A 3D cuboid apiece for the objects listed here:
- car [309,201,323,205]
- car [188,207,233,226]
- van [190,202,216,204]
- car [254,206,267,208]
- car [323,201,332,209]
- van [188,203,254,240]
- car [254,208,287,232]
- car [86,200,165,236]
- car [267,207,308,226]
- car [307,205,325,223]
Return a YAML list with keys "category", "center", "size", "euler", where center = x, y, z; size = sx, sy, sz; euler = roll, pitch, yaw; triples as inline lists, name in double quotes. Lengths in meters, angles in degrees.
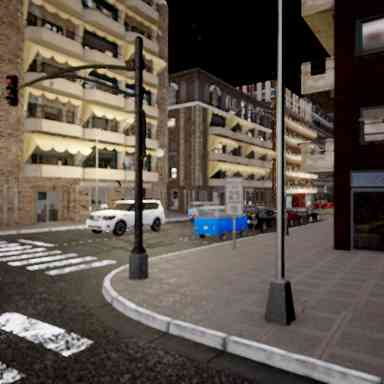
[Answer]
- category: "car"
  center: [23.555, 2.878, 64.650]
  size: [1.802, 1.307, 4.206]
  euler: [-1, -2, 35]
- category: "car"
  center: [1.722, 2.066, 29.210]
  size: [1.994, 1.385, 4.181]
  euler: [0, -1, 35]
- category: "van"
  center: [1.191, 1.890, 32.979]
  size: [1.690, 1.788, 3.998]
  euler: [-1, -2, 35]
- category: "car"
  center: [7.508, 2.296, 37.390]
  size: [1.895, 1.301, 4.718]
  euler: [0, -1, 36]
- category: "car"
  center: [26.749, 2.717, 69.181]
  size: [2.192, 1.841, 5.009]
  euler: [-1, -2, 35]
- category: "van"
  center: [1.790, 1.697, 19.059]
  size: [1.690, 1.788, 3.998]
  euler: [-1, -2, 35]
- category: "car"
  center: [4.847, 2.028, 23.677]
  size: [1.947, 1.339, 4.313]
  euler: [-1, -2, 35]
- category: "car"
  center: [-3.996, 1.532, 21.149]
  size: [2.150, 2.045, 5.566]
  euler: [0, -1, 34]
- category: "car"
  center: [8.041, 2.151, 28.201]
  size: [1.802, 1.307, 4.206]
  euler: [-1, -2, 35]
- category: "car"
  center: [11.236, 2.227, 32.728]
  size: [2.008, 1.369, 4.403]
  euler: [-1, -2, 35]
